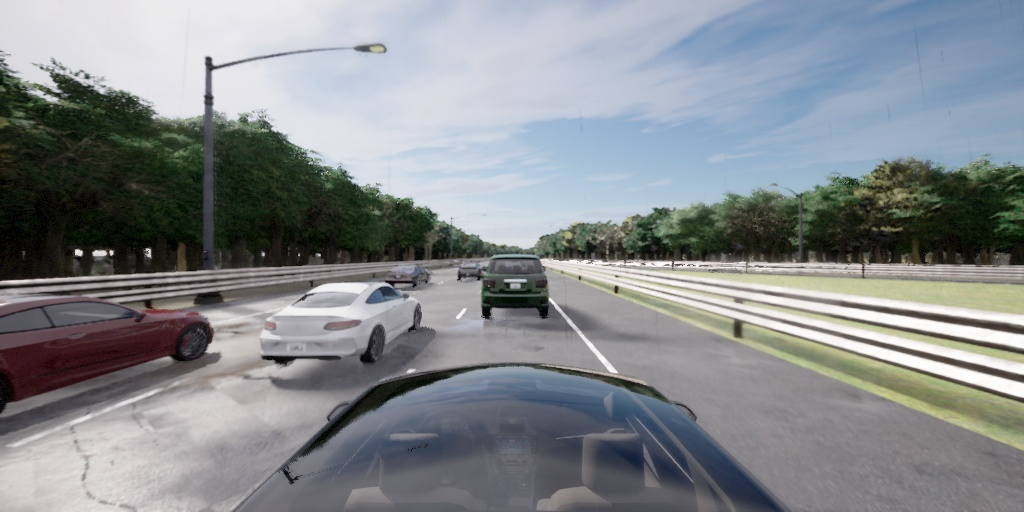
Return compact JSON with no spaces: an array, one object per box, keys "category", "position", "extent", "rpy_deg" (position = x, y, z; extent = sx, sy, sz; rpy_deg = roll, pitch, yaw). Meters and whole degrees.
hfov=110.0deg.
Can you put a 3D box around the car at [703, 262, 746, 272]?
[{"category":"car","position":[29.399,1.509,49.657],"extent":[2.033,1.411,5.357],"rpy_deg":[0,0,-26]}]

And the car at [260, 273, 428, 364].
[{"category":"car","position":[-3.399,1.271,7.958],"extent":[1.812,1.442,4.674],"rpy_deg":[0,0,0]}]

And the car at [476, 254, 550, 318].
[{"category":"car","position":[0.102,0.965,13.149],"extent":[2.150,2.045,5.566],"rpy_deg":[0,0,0]}]

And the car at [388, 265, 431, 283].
[{"category":"car","position":[-6.895,1.286,24.209],"extent":[2.033,1.411,5.357],"rpy_deg":[1,0,0]}]

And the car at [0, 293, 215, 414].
[{"category":"car","position":[-6.896,1.267,5.238],"extent":[1.812,1.442,4.674],"rpy_deg":[0,0,0]}]

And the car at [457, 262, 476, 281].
[{"category":"car","position":[-3.400,1.237,30.202],"extent":[2.128,1.511,4.902],"rpy_deg":[0,0,0]}]
